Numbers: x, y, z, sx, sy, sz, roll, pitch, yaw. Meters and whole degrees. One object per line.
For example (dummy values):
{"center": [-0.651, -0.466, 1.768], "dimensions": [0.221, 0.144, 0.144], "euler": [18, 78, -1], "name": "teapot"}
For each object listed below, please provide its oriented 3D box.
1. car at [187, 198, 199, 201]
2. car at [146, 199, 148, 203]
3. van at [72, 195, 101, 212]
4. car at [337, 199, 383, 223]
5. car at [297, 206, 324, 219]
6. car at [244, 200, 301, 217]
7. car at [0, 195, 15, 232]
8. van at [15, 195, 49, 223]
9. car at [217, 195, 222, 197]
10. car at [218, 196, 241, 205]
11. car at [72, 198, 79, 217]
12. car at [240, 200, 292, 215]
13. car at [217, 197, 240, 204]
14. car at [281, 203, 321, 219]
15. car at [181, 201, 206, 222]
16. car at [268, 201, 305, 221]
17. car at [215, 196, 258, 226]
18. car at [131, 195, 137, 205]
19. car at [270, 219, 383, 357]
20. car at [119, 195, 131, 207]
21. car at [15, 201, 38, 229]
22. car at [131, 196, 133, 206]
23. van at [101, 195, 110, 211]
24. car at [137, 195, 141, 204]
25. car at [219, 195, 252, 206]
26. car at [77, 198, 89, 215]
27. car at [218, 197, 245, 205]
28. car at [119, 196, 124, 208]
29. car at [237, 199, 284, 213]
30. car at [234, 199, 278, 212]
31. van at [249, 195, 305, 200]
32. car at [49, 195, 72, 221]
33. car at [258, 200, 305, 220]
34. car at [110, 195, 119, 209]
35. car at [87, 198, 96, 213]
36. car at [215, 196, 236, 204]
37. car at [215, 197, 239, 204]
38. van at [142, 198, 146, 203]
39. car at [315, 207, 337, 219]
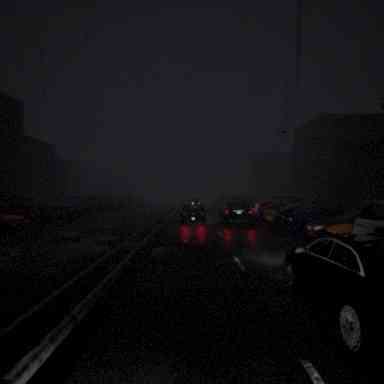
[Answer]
{"center": [0.092, 1.486, 42.046], "dimensions": [2.097, 1.767, 4.553], "euler": [0, 0, 0], "name": "car"}
{"center": [-12.562, 1.714, 72.392], "dimensions": [4.553, 1.767, 2.185], "euler": [0, 0, 0], "name": "car"}
{"center": [-12.669, 1.348, 36.259], "dimensions": [4.442, 1.987, 1.878], "euler": [0, 0, 0], "name": "van"}
{"center": [7.666, 1.237, 9.811], "dimensions": [5.566, 2.045, 2.435], "euler": [0, 0, 0], "name": "car"}
{"center": [7.639, 1.539, 15.325], "dimensions": [4.674, 1.452, 2.002], "euler": [0, 0, 0], "name": "car"}
{"center": [7.627, 1.559, 31.868], "dimensions": [4.892, 1.521, 2.231], "euler": [0, 0, 0], "name": "car"}
{"center": [-12.535, 1.234, 16.806], "dimensions": [5.566, 2.045, 2.435], "euler": [0, 0, 0], "name": "car"}
{"center": [-12.444, 1.279, 22.364], "dimensions": [4.442, 1.987, 1.878], "euler": [0, 0, 0], "name": "van"}
{"center": [7.443, 1.716, 56.681], "dimensions": [5.366, 1.575, 1.946], "euler": [0, 0, 0], "name": "car"}
{"center": [7.595, 1.676, 67.715], "dimensions": [4.553, 1.767, 2.185], "euler": [0, 0, 0], "name": "car"}
{"center": [-12.551, 1.530, 27.921], "dimensions": [4.892, 1.521, 2.231], "euler": [0, 0, 0], "name": "car"}
{"center": [7.627, 1.573, 34.624], "dimensions": [4.892, 1.521, 2.231], "euler": [0, 0, 0], "name": "car"}
{"center": [7.623, 1.857, 70.471], "dimensions": [4.674, 1.452, 2.002], "euler": [0, 0, 0], "name": "car"}
{"center": [7.665, 1.536, 18.081], "dimensions": [4.792, 1.488, 2.163], "euler": [0, 0, 0], "name": "car"}
{"center": [0.095, 1.657, 26.514], "dimensions": [1.895, 1.301, 4.718], "euler": [0, 0, 0], "name": "car"}
{"center": [7.629, 1.515, 20.839], "dimensions": [4.892, 1.521, 2.231], "euler": [0, 0, 0], "name": "car"}
{"center": [3.095, 1.398, 24.118], "dimensions": [2.097, 1.767, 4.553], "euler": [0, 0, 0], "name": "car"}
{"center": [-12.570, 1.464, 55.713], "dimensions": [5.566, 2.045, 2.435], "euler": [0, 0, 0], "name": "car"}
{"center": [3.099, 1.495, 6.017], "dimensions": [2.128, 1.511, 4.902], "euler": [0, 0, 0], "name": "car"}
{"center": [-12.515, 1.418, 50.029], "dimensions": [5.566, 2.045, 2.435], "euler": [0, 0, 0], "name": "car"}
{"center": [-12.377, 1.492, 19.583], "dimensions": [5.366, 1.575, 1.946], "euler": [0, 0, 0], "name": "car"}
{"center": [-12.727, 1.689, 52.931], "dimensions": [5.366, 1.575, 1.946], "euler": [0, 0, 0], "name": "car"}
{"center": [-12.434, 1.364, 39.036], "dimensions": [4.442, 1.987, 1.878], "euler": [0, 0, 0], "name": "van"}
{"center": [-12.532, 1.761, 61.144], "dimensions": [5.008, 1.535, 2.097], "euler": [0, 0, 0], "name": "car"}
{"center": [7.656, 1.490, 59.440], "dimensions": [5.566, 2.045, 2.435], "euler": [0, 0, 0], "name": "car"}
{"center": [-12.525, 1.572, 30.699], "dimensions": [4.792, 1.488, 2.163], "euler": [0, 0, 0], "name": "car"}
{"center": [7.633, 1.785, 64.952], "dimensions": [4.892, 1.521, 2.231], "euler": [0, 0, 0], "name": "car"}
{"center": [-12.542, 1.688, 47.308], "dimensions": [4.674, 1.452, 2.002], "euler": [0, 0, 0], "name": "car"}
{"center": [7.626, 1.588, 37.380], "dimensions": [4.892, 1.521, 2.231], "euler": [0, 0, 0], "name": "car"}
{"center": [7.625, 1.604, 40.138], "dimensions": [4.892, 1.521, 2.231], "euler": [0, 0, 0], "name": "car"}
{"center": [7.516, 1.320, 28.987], "dimensions": [4.442, 1.987, 1.878], "euler": [0, 0, 0], "name": "van"}
{"center": [-12.530, 1.264, 25.141], "dimensions": [5.566, 2.045, 2.435], "euler": [0, 0, 0], "name": "car"}
{"center": [7.632, 1.574, 26.353], "dimensions": [4.674, 1.452, 2.002], "euler": [0, 0, 0], "name": "car"}
{"center": [-12.577, 1.357, 41.817], "dimensions": [5.566, 2.045, 2.435], "euler": [0, 0, 0], "name": "car"}
{"center": [-12.551, 1.597, 33.353], "dimensions": [4.674, 1.452, 2.002], "euler": [0, 0, 0], "name": "car"}
{"center": [7.594, 1.716, 75.990], "dimensions": [4.553, 1.767, 2.185], "euler": [0, 0, 0], "name": "car"}
{"center": [7.631, 1.831, 73.227], "dimensions": [5.008, 1.535, 2.097], "euler": [0, 0, 0], "name": "car"}
{"center": [-12.416, 1.601, 69.485], "dimensions": [4.442, 1.987, 1.878], "euler": [0, 0, 0], "name": "van"}
{"center": [7.642, 1.493, 12.567], "dimensions": [5.008, 1.535, 2.097], "euler": [0, 0, 0], "name": "car"}
